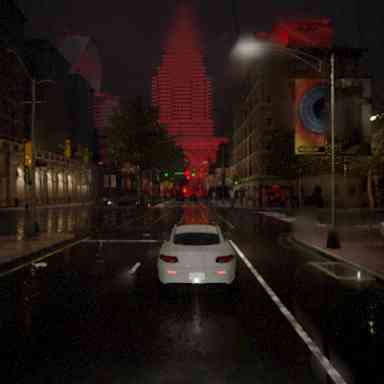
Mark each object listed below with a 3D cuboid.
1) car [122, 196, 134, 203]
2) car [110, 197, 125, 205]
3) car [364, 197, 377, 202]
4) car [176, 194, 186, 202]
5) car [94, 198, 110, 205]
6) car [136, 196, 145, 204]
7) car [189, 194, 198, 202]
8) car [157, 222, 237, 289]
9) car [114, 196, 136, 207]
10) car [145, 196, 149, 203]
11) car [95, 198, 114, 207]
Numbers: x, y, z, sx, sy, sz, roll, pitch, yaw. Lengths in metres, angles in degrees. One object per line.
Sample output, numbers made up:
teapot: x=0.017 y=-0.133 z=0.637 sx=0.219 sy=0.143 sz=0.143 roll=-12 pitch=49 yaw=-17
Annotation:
car: x=-14.673 y=1.740 z=76.624 sx=1.882 sy=1.535 sz=5.008 roll=0 pitch=0 yaw=0
car: x=-14.734 y=1.731 z=66.210 sx=1.837 sy=1.490 sz=4.892 roll=0 pitch=0 yaw=1
car: x=34.735 y=1.715 z=67.922 sx=2.231 sy=1.521 sz=4.892 roll=0 pitch=0 yaw=0
car: x=-3.127 y=1.851 z=87.181 sx=1.994 sy=1.385 sz=4.181 roll=0 pitch=0 yaw=0
car: x=-17.965 y=1.823 z=66.754 sx=1.895 sy=1.301 sz=4.718 roll=0 pitch=0 yaw=0
car: x=-11.236 y=1.774 z=66.420 sx=2.033 sy=1.411 sz=5.357 roll=0 pitch=0 yaw=1
car: x=0.371 y=1.652 z=86.786 sx=2.097 sy=1.767 sz=4.553 roll=0 pitch=0 yaw=0
car: x=0.118 y=1.557 z=9.106 sx=1.812 sy=1.442 sz=4.674 roll=0 pitch=0 yaw=0
car: x=-11.343 y=1.671 z=56.607 sx=1.882 sy=1.535 sz=5.008 roll=0 pitch=0 yaw=0
car: x=-11.173 y=1.617 z=76.641 sx=2.097 sy=1.767 sz=4.553 roll=0 pitch=0 yaw=0
car: x=-14.842 y=1.741 z=56.671 sx=2.033 sy=1.411 sz=5.357 roll=0 pitch=0 yaw=0
